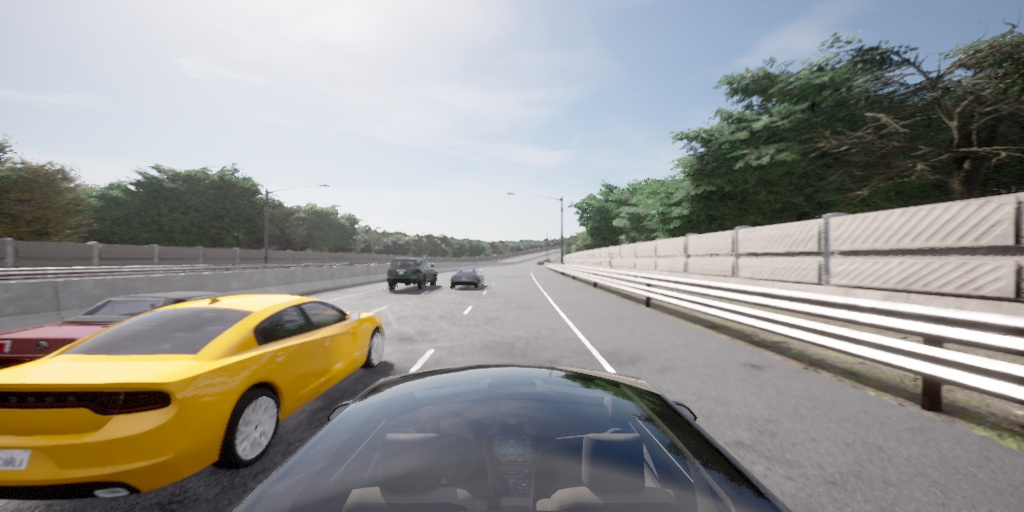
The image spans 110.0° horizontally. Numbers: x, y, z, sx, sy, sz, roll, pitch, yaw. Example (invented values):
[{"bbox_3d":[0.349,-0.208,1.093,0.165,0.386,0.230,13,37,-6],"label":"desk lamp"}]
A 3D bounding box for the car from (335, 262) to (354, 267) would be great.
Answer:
[{"bbox_3d":[-23.555,1.666,50.787,1.837,1.490,4.892,0,0,3],"label":"car"}]

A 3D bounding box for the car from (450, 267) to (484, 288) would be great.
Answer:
[{"bbox_3d":[-3.153,1.506,25.819,1.994,1.385,4.181,0,-1,1],"label":"car"}]

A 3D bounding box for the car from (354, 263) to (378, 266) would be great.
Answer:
[{"bbox_3d":[-20.054,1.772,50.870,1.895,1.301,4.718,0,-1,3],"label":"car"}]

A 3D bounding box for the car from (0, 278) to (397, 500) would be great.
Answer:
[{"bbox_3d":[-3.385,1.250,4.911,1.882,1.535,5.008,0,0,0],"label":"car"}]

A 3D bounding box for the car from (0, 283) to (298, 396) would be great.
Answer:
[{"bbox_3d":[-6.883,1.391,7.553,1.895,1.301,4.718,0,0,0],"label":"car"}]

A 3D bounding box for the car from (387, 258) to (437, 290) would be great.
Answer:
[{"bbox_3d":[-6.683,1.147,24.472,2.150,2.045,5.566,0,-1,1],"label":"car"}]
